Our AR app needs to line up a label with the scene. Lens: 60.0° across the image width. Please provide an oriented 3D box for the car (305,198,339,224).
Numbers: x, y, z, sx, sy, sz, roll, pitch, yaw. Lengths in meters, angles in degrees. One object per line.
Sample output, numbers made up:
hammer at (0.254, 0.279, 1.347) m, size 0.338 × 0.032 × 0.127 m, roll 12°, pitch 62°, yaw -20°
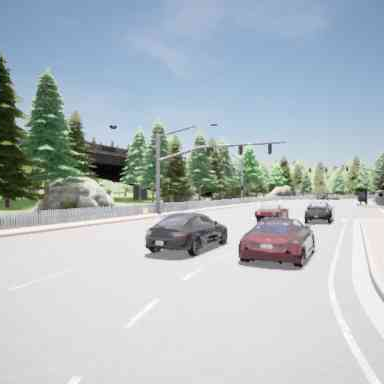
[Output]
car at (9.637, 1.494, 25.064) m, size 2.128 × 1.511 × 4.902 m, roll 0°, pitch 0°, yaw 26°

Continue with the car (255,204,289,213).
car at (6.504, 1.615, 26.624) m, size 1.895 × 1.301 × 4.718 m, roll 0°, pitch 0°, yaw 26°

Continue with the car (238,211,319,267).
car at (3.068, 1.571, 11.579) m, size 1.994 × 1.385 × 4.181 m, roll 0°, pitch 0°, yaw 26°

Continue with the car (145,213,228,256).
car at (-0.079, 1.532, 13.112) m, size 1.812 × 1.442 × 4.674 m, roll 0°, pitch 0°, yaw 26°
